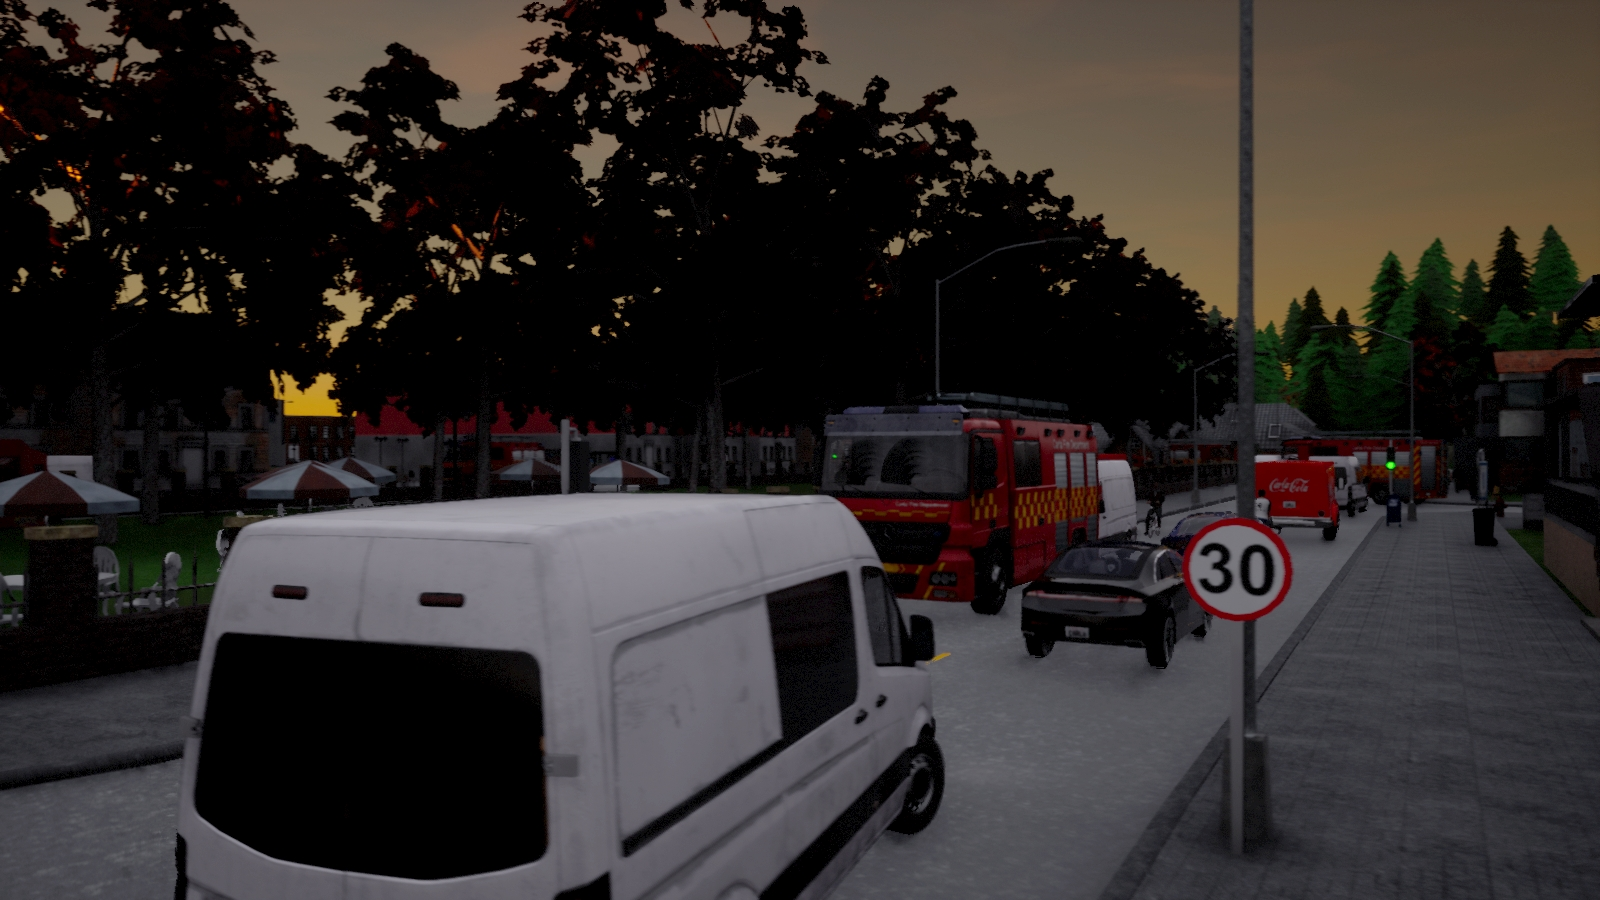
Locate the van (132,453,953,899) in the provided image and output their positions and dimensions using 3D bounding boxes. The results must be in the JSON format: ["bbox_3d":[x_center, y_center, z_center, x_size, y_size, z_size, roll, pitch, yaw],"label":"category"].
[{"bbox_3d":[-0.671,1.316,6.904,1.988,2.561,5.915,0,0,19],"label":"van"}]

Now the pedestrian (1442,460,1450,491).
[{"bbox_3d":[39.043,1.535,69.067,0.375,1.860,0.375,0,0,26],"label":"pedestrian"}]

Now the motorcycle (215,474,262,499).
[{"bbox_3d":[-30.719,1.992,62.515,0.867,1.251,2.209,0,0,29],"label":"motorcycle"}]

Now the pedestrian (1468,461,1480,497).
[{"bbox_3d":[35.130,1.531,59.553,0.375,1.860,0.375,0,0,1],"label":"pedestrian"}]

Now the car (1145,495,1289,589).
[{"bbox_3d":[8.843,1.820,23.929,2.097,1.535,5.006,0,0,29],"label":"car"}]

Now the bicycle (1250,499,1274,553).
[{"bbox_3d":[11.983,1.943,29.618,0.373,1.296,1.643,0,0,29],"label":"bicycle"}]

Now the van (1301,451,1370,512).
[{"bbox_3d":[23.783,1.327,50.654,1.988,2.561,5.915,0,0,33],"label":"van"}]

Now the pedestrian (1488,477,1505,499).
[{"bbox_3d":[35.188,1.911,57.729,0.500,1.100,0.500,0,0,-8],"label":"pedestrian"}]

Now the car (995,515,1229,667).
[{"bbox_3d":[4.616,1.831,16.302,2.128,1.511,4.902,0,0,29],"label":"car"}]

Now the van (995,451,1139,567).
[{"bbox_3d":[6.817,1.320,28.559,1.988,2.561,5.915,0,0,29],"label":"van"}]

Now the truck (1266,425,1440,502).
[{"bbox_3d":[29.406,0.685,61.248,2.891,3.827,8.468,0,0,-25],"label":"truck"}]

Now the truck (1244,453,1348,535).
[{"bbox_3d":[16.431,1.358,37.690,2.627,2.467,5.204,0,0,29],"label":"truck"}]

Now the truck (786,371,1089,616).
[{"bbox_3d":[3.069,0.675,22.264,2.891,3.827,8.468,0,0,29],"label":"truck"}]
